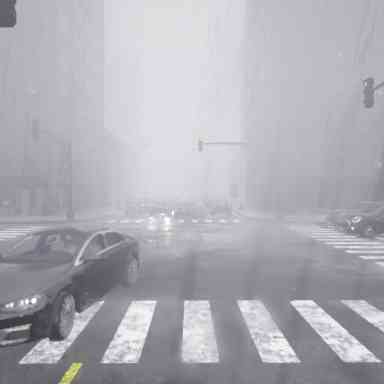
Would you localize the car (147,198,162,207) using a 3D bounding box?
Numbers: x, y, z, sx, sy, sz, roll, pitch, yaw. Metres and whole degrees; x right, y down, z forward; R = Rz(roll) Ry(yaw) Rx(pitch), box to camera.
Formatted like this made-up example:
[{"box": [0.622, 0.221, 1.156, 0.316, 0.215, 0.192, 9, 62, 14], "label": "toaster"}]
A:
[{"box": [-5.614, 1.585, 50.436, 1.802, 1.307, 4.206, 0, 0, 0], "label": "car"}]

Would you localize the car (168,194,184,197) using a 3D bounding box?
[{"box": [-2.829, 1.550, 53.879, 2.033, 1.411, 5.357, 0, 0, 1], "label": "car"}]

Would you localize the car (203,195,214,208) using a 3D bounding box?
[{"box": [2.883, 1.443, 44.730, 1.967, 1.590, 4.097, 0, 0, 0], "label": "car"}]

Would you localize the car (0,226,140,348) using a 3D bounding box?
[{"box": [-2.536, 1.494, 6.697, 2.128, 1.511, 4.902, 0, 0, 10], "label": "car"}]

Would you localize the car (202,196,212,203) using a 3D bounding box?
[{"box": [2.996, 1.551, 67.407, 2.008, 1.369, 4.403, 0, 0, 0], "label": "car"}]

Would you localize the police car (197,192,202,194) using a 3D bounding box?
[{"box": [2.754, 1.421, 79.498, 1.930, 1.638, 5.238, 0, 0, 0], "label": "police car"}]

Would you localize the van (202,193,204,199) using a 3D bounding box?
[{"box": [2.939, 1.343, 56.068, 1.690, 1.788, 3.998, 0, 0, 0], "label": "van"}]

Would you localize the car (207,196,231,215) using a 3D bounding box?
[{"box": [2.828, 1.442, 33.392, 1.967, 1.590, 4.097, 0, 0, 0], "label": "car"}]

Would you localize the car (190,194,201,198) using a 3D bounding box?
[{"box": [0.311, 1.527, 63.797, 1.812, 1.442, 4.674, 0, 0, 0], "label": "car"}]

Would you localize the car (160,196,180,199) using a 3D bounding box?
[{"box": [-2.890, 1.603, 43.189, 1.895, 1.301, 4.718, 0, 0, 1], "label": "car"}]

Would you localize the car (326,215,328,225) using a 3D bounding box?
[{"box": [10.815, 1.362, 20.702, 4.553, 1.767, 2.097, 0, 0, 0], "label": "car"}]

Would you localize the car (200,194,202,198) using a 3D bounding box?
[{"box": [2.968, 1.527, 61.907, 1.752, 1.417, 4.829, 0, 0, 0], "label": "car"}]

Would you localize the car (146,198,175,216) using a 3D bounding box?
[{"box": [-2.940, 1.602, 33.206, 1.895, 1.301, 4.718, 0, 0, 3], "label": "car"}]

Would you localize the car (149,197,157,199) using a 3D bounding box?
[{"box": [-5.670, 1.442, 39.100, 1.967, 1.590, 4.097, 0, 0, 0], "label": "car"}]

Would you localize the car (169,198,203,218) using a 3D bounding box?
[{"box": [-0.429, 1.549, 29.795, 2.033, 1.411, 5.357, 0, 0, 6], "label": "car"}]

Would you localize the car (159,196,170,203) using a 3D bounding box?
[{"box": [-5.530, 1.566, 67.441, 1.947, 1.339, 4.313, 0, 0, 0], "label": "car"}]

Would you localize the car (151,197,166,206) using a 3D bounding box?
[{"box": [-5.586, 1.568, 56.105, 1.947, 1.339, 4.313, 0, 0, 0], "label": "car"}]

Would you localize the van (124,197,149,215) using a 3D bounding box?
[{"box": [-5.698, 1.343, 33.431, 1.690, 1.788, 3.998, 0, 0, 0], "label": "van"}]

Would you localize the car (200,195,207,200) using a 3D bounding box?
[{"box": [3.108, 1.557, 90.084, 1.947, 1.339, 4.313, 0, 0, 0], "label": "car"}]

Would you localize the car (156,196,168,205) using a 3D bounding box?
[{"box": [-5.559, 1.527, 61.603, 1.752, 1.417, 4.829, 0, 0, 0], "label": "car"}]

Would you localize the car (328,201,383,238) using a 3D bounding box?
[{"box": [9.959, 1.365, 17.330, 4.553, 1.767, 2.097, 0, 0, -3], "label": "car"}]
